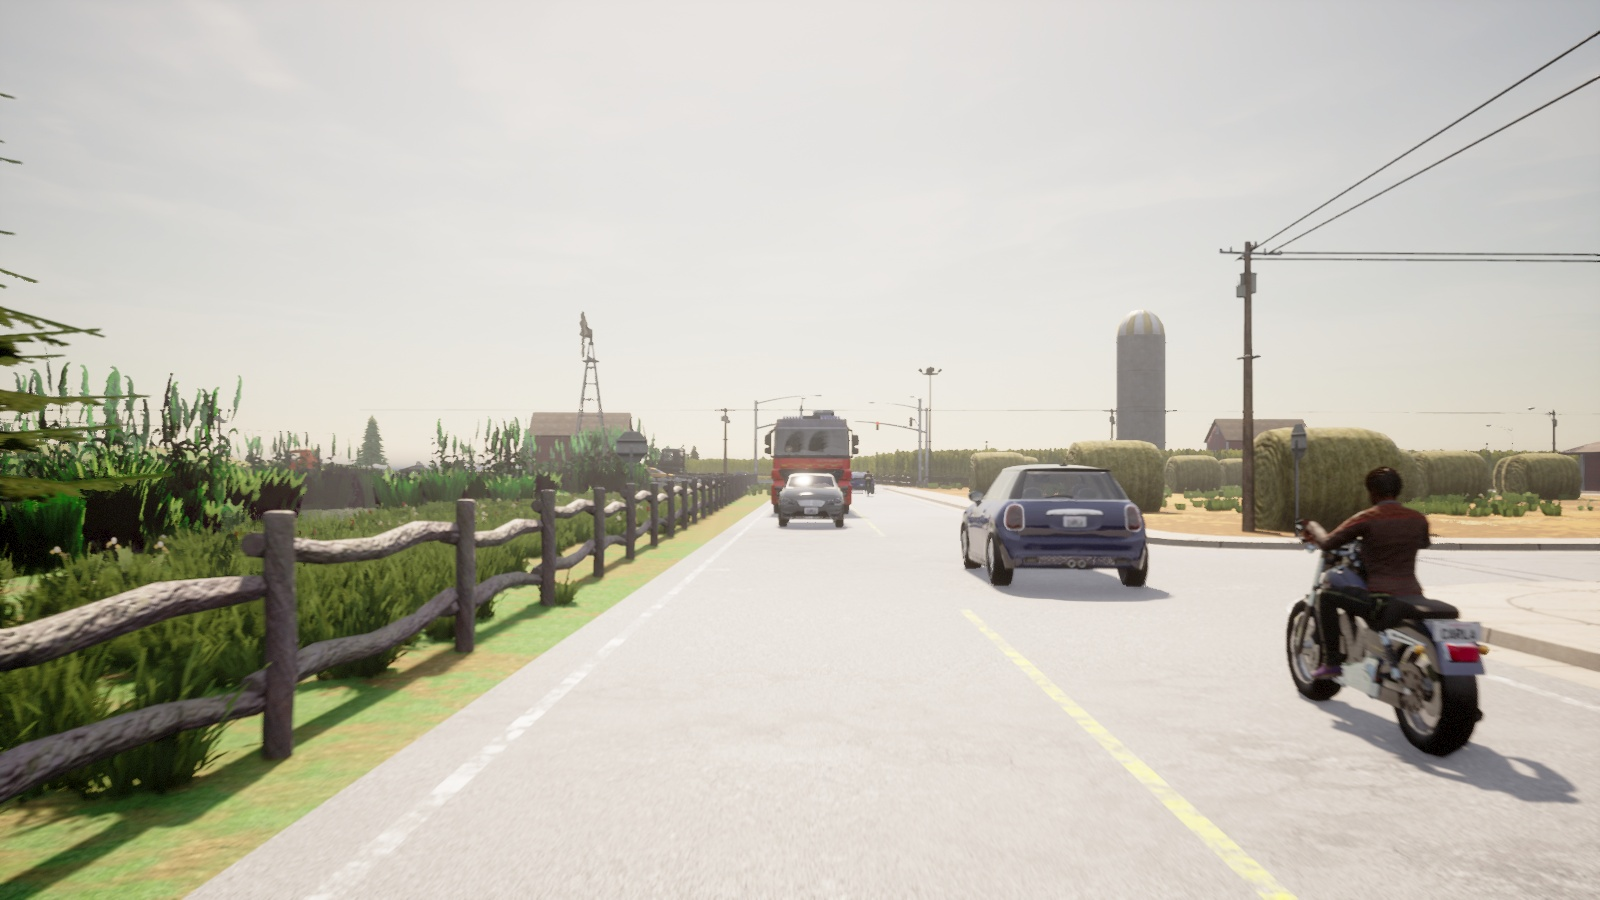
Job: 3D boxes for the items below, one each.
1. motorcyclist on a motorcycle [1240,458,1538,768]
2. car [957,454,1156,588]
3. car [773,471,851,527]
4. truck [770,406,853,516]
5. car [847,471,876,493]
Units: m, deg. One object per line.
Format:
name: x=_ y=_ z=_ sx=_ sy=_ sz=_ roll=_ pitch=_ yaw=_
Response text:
motorcyclist on a motorcycle: x=3.555 y=0.882 z=7.878 sx=0.766 sy=1.649 sz=2.350 roll=0 pitch=-1 yaw=1
car: x=3.667 y=0.987 z=18.855 sx=2.097 sy=1.767 sz=4.553 roll=0 pitch=-1 yaw=1
car: x=0.346 y=1.380 z=36.466 sx=2.128 sy=1.511 sz=4.902 roll=0 pitch=-1 yaw=1
truck: x=0.462 y=0.456 z=48.198 sx=2.891 sy=3.827 sz=8.468 roll=0 pitch=-1 yaw=1
car: x=4.399 y=2.292 z=90.532 sx=1.882 sy=1.535 sz=5.008 roll=0 pitch=-1 yaw=1
